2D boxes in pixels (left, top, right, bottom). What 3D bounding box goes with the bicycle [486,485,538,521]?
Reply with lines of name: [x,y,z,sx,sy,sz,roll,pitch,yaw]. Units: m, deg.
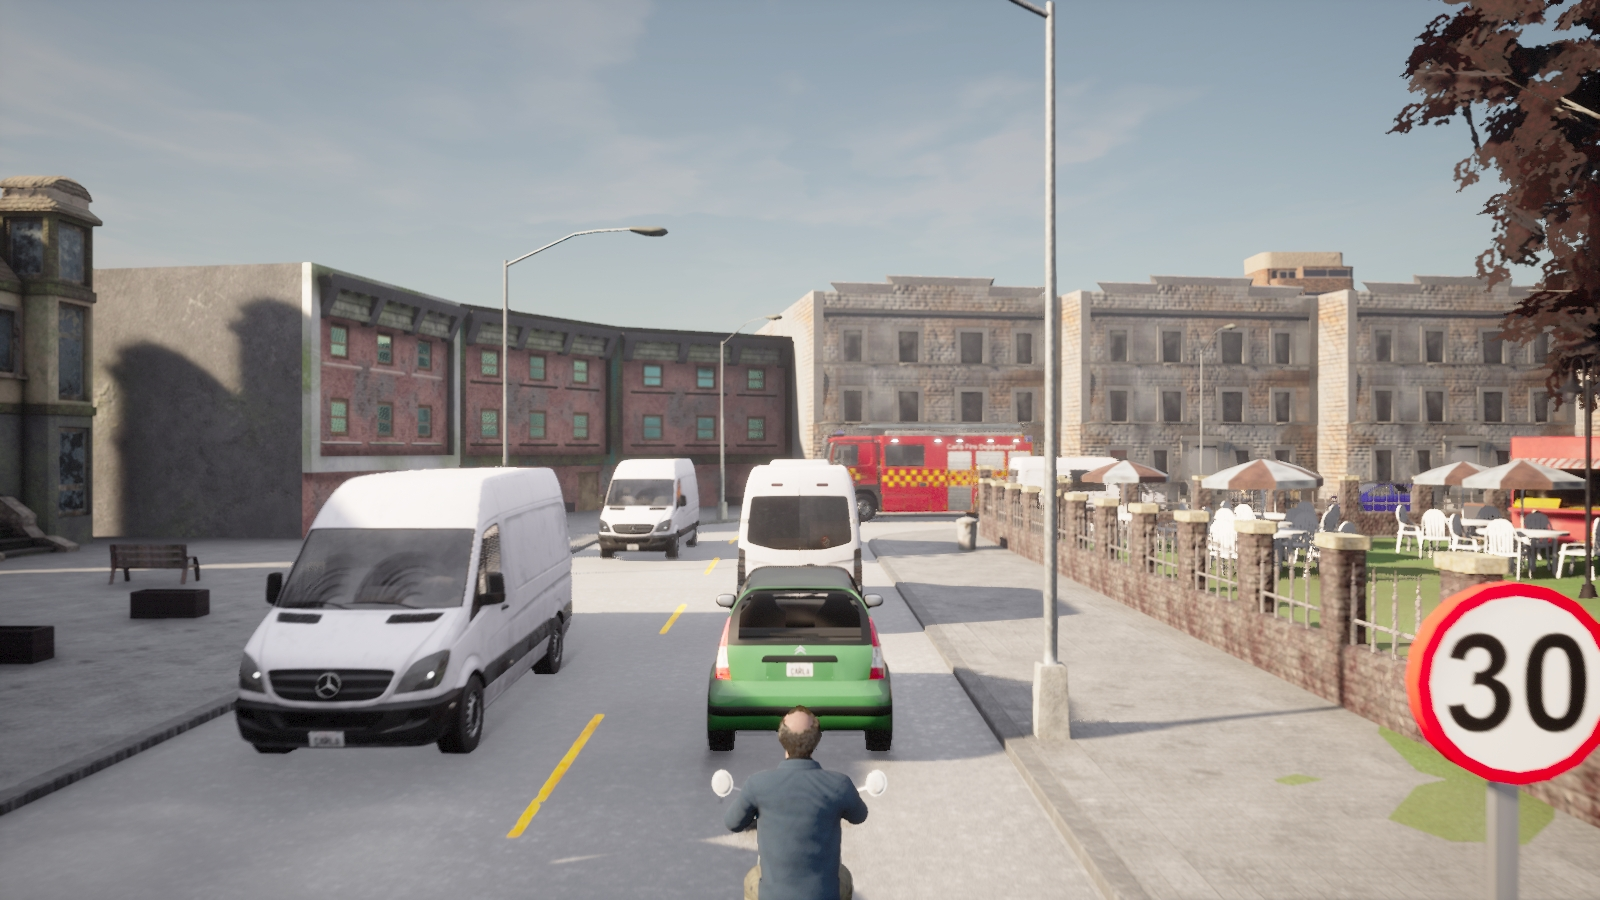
bicycle: [-10.528,1.939,41.774,1.835,1.271,0.329,0,0,0]

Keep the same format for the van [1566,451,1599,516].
van: [34.309,1.313,45.757,5.915,2.561,1.988,0,0,0]

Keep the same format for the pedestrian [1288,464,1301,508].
pedestrian: [20.949,1.521,48.421,0.375,1.860,0.375,0,0,-5]

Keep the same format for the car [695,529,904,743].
car: [-0.006,1.779,12.078,1.851,1.617,3.988,0,0,0]

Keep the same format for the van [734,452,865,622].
van: [-0.010,1.314,20.218,1.988,2.561,5.915,0,0,0]

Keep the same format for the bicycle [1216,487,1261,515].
bicycle: [17.542,2.035,45.747,1.487,1.080,0.859,0,0,0]

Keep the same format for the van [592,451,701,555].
van: [-4.052,1.313,31.239,1.988,2.561,5.915,0,0,2]

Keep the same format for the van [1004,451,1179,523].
van: [10.631,1.313,41.904,5.915,2.561,1.988,0,0,-3]

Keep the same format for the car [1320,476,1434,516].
car: [23.036,1.817,45.735,3.633,1.501,1.845,0,0,0]

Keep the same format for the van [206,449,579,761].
van: [-4.014,1.310,12.607,1.988,2.561,5.915,0,1,0]

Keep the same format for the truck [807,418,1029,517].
truck: [4.618,0.670,45.742,8.468,3.827,2.891,0,0,-4]
